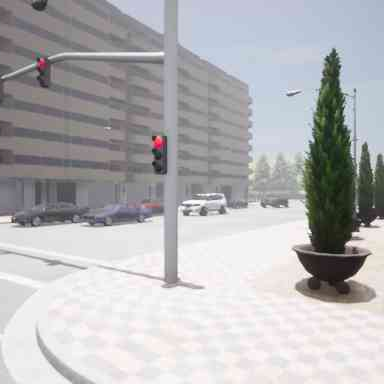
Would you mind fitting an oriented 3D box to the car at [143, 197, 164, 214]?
[{"bbox_3d":[-3.820,1.304,30.667,2.097,1.767,4.553,0,0,36],"label":"car"}]

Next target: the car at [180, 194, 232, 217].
[{"bbox_3d":[1.232,1.174,31.663,2.150,2.045,5.566,0,0,36],"label":"car"}]

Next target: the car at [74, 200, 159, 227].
[{"bbox_3d":[-5.029,1.499,23.002,2.033,1.411,5.357,0,0,36],"label":"car"}]

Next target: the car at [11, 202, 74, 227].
[{"bbox_3d":[-9.610,1.457,22.577,1.837,1.490,4.892,0,0,35],"label":"car"}]

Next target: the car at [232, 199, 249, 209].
[{"bbox_3d":[5.590,1.553,43.548,1.895,1.301,4.718,0,0,36],"label":"car"}]

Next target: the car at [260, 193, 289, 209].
[{"bbox_3d":[11.384,1.174,45.495,2.150,2.045,5.566,0,0,37],"label":"car"}]
